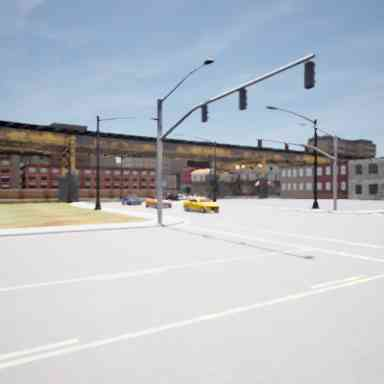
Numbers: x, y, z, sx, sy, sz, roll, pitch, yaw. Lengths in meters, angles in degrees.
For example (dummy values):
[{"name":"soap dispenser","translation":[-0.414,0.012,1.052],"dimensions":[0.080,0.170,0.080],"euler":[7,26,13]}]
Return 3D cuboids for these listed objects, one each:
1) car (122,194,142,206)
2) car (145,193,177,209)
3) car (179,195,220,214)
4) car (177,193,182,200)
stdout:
[{"name":"car","translation":[-9.262,1.154,51.302],"dimensions":[2.097,1.767,4.553],"euler":[0,0,-27]},{"name":"car","translation":[-4.249,1.187,42.810],"dimensions":[2.097,1.767,4.553],"euler":[0,0,-32]},{"name":"car","translation":[0.938,1.346,34.510],"dimensions":[1.882,1.535,5.008],"euler":[0,0,-32]},{"name":"car","translation":[-5.179,1.251,75.533],"dimensions":[2.033,1.411,5.357],"euler":[0,0,34]}]
